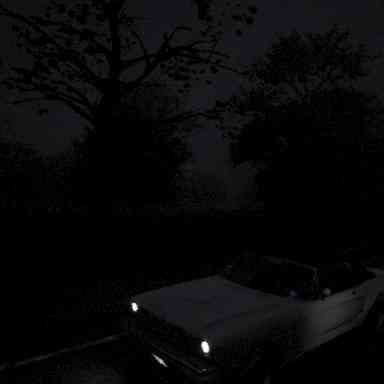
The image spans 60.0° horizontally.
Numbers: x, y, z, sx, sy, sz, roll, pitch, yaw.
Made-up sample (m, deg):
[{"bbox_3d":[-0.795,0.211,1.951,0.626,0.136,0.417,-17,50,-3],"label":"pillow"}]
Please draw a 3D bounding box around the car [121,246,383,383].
[{"bbox_3d":[1.370,1.615,5.168,4.718,1.301,1.895,0,0,-38],"label":"car"}]
